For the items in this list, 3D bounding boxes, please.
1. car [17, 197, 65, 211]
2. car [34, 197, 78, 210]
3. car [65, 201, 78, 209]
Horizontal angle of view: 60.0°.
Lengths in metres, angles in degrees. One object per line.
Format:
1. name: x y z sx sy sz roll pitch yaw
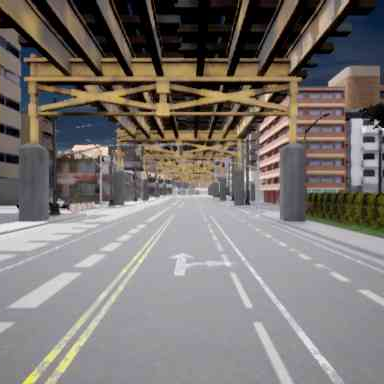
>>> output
1. car: -17.088 1.420 37.103 4.974 1.542 2.038 0 0 25
2. car: -16.762 1.420 41.261 4.974 1.542 2.038 0 0 -20
3. car: -16.811 1.263 41.243 4.536 1.218 1.853 0 0 -20
